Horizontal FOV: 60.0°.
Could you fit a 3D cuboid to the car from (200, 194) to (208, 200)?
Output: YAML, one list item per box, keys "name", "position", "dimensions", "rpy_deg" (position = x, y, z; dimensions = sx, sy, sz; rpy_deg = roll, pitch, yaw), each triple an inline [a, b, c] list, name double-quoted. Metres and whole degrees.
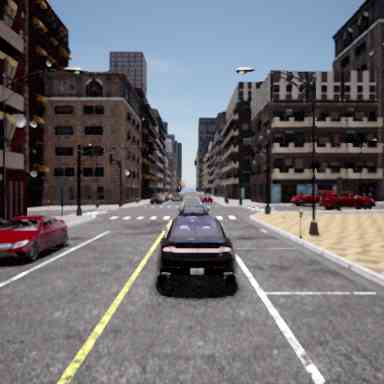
- name: "car"
  position: [2.686, 1.127, 76.548]
  dimensions: [1.802, 1.307, 4.206]
  rpy_deg: [0, 0, 0]

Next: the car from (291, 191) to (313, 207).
- name: "car"
  position: [14.557, 0.759, 40.129]
  dimensions: [5.009, 1.841, 2.192]
  rpy_deg: [-1, 2, 0]

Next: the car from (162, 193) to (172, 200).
- name: "car"
  position: [-5.695, 0.986, 76.545]
  dimensions: [1.967, 1.590, 4.097]
  rpy_deg: [0, 0, 0]

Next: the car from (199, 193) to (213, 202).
- name: "car"
  position: [2.686, 1.081, 59.500]
  dimensions: [1.967, 1.590, 4.097]
  rpy_deg: [0, 0, 0]

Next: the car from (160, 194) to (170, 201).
- name: "car"
  position: [-5.695, 1.103, 70.693]
  dimensions: [1.752, 1.417, 4.829]
  rpy_deg: [0, 0, 0]

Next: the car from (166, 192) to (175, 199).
- name: "car"
  position: [-5.695, 0.924, 87.910]
  dimensions: [1.967, 1.590, 4.097]
  rpy_deg: [0, 0, 0]

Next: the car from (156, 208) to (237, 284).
- name: "car"
  position: [0.102, 1.431, 9.391]
  dimensions: [2.128, 1.511, 4.902]
  rpy_deg: [0, 0, 0]

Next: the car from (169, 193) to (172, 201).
- name: "car"
  position: [-5.695, 0.924, 65.179]
  dimensions: [2.192, 1.841, 5.009]
  rpy_deg: [0, 0, 0]

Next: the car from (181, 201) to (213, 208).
- name: "car"
  position: [0.098, 1.439, 19.621]
  dimensions: [1.994, 1.385, 4.181]
  rpy_deg: [0, 0, 0]

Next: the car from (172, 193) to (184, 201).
- name: "car"
  position: [-3.016, 0.955, 66.305]
  dimensions: [2.097, 1.767, 4.553]
  rpy_deg: [0, 0, 0]

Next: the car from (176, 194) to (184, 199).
- name: "car"
  position: [-3.003, 1.105, 82.567]
  dimensions: [1.895, 1.301, 4.718]
  rpy_deg: [0, 0, 0]

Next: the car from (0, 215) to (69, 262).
- name: "car"
  position: [-5.742, 1.507, 11.793]
  dimensions: [1.802, 1.307, 4.206]
  rpy_deg: [0, 0, 0]

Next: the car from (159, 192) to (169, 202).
- name: "car"
  position: [-5.694, 1.167, 59.328]
  dimensions: [1.752, 1.417, 4.829]
  rpy_deg: [0, 0, 0]

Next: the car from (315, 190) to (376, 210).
- name: "car"
  position: [14.692, 0.826, 31.751]
  dimensions: [5.009, 1.841, 2.192]
  rpy_deg: [-1, 2, 0]

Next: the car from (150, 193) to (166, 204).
- name: "car"
  position: [-5.694, 1.240, 53.816]
  dimensions: [1.947, 1.339, 4.313]
  rpy_deg: [0, 0, 0]
